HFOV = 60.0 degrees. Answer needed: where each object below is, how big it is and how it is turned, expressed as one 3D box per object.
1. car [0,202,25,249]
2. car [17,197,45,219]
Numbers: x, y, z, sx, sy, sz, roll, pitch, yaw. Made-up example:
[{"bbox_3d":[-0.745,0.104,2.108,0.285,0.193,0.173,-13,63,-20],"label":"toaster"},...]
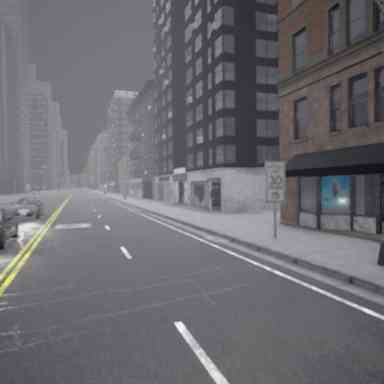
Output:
[{"bbox_3d":[-8.232,1.375,13.391,1.812,1.442,4.674,-1,1,-19],"label":"car"},{"bbox_3d":[-12.092,1.170,24.651,2.128,1.511,4.902,-1,1,-19],"label":"car"}]
